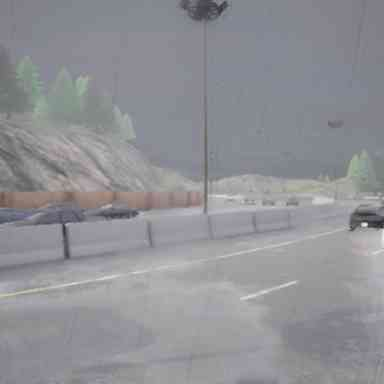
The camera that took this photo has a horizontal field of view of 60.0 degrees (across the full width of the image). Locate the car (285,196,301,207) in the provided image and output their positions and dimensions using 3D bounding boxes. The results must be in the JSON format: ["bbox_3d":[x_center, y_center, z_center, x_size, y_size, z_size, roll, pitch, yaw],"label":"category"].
[{"bbox_3d":[15.297,1.420,50.359,1.837,1.490,4.892,0,0,17],"label":"car"}]

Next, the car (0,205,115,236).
[{"bbox_3d":[-6.907,1.607,16.553,5.357,1.411,2.033,0,0,-39],"label":"car"}]

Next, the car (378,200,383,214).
[{"bbox_3d":[20.121,1.475,33.810,1.895,1.301,4.718,0,0,27],"label":"car"}]

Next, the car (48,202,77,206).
[{"bbox_3d":[-11.098,1.600,26.887,4.892,1.490,1.837,0,0,-43],"label":"car"}]

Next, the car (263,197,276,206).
[{"bbox_3d":[12.092,1.466,51.808,1.812,1.442,4.674,0,0,16],"label":"car"}]

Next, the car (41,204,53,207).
[{"bbox_3d":[-10.494,1.612,18.214,4.674,1.442,1.812,0,0,-39],"label":"car"}]

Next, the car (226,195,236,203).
[{"bbox_3d":[7.546,1.263,64.272,1.882,1.535,5.008,0,0,5],"label":"car"}]

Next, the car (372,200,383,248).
[{"bbox_3d":[8.345,1.169,11.432,2.150,2.045,5.566,0,0,45],"label":"car"}]

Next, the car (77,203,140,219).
[{"bbox_3d":[-6.348,1.586,26.643,1.812,1.442,4.674,0,0,43],"label":"car"}]

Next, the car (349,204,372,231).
[{"bbox_3d":[10.508,1.440,19.104,1.837,1.490,4.892,0,0,40],"label":"car"}]
